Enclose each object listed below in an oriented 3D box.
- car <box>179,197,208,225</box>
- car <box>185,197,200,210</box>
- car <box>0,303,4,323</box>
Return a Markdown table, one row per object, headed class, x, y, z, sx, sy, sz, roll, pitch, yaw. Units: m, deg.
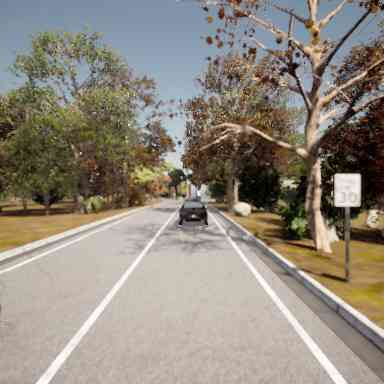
| class | x | y | z | sx | sy | sz | roll | pitch | yaw |
| --- | --- | --- | --- | --- | --- | --- | --- | --- | --- |
| car | 0.092 | 1.377 | 23.478 | 1.882 | 1.535 | 5.008 | 0 | 0 | 0 |
| car | 0.086 | 1.401 | 41.827 | 1.837 | 1.490 | 4.892 | 0 | 0 | 0 |
| car | -3.599 | 1.541 | 2.356 | 2.033 | 1.411 | 5.357 | 0 | 0 | 0 |
